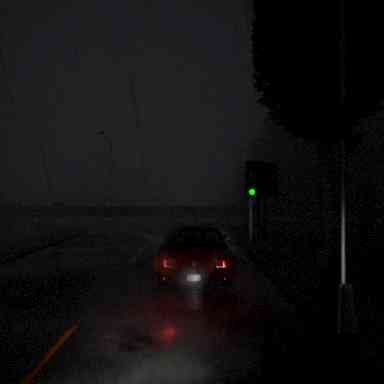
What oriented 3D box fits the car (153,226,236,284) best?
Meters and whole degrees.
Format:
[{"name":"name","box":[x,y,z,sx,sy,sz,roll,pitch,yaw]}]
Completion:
[{"name":"car","box":[0.074,1.651,9.684,1.895,1.301,4.718,0,0,0]}]
